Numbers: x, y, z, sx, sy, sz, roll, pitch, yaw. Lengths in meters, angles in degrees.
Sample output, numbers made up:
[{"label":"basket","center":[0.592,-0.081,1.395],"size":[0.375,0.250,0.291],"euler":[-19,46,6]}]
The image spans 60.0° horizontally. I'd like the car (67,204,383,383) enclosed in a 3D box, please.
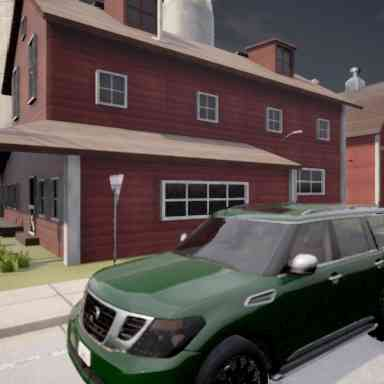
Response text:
[{"label":"car","center":[1.180,1.224,4.868],"size":[5.566,2.045,2.150],"euler":[0,0,-37]}]
